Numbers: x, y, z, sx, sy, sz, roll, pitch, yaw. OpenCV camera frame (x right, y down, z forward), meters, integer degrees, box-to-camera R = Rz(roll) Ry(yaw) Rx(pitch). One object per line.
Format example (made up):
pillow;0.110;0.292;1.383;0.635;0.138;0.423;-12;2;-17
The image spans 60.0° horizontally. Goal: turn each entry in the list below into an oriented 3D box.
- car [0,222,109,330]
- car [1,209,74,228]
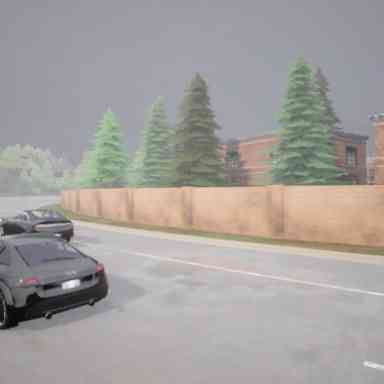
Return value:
car;-3.650;1.581;7.069;4.181;1.385;1.994;0;0;40
car;-7.052;1.527;14.892;4.902;1.511;2.128;0;0;44
